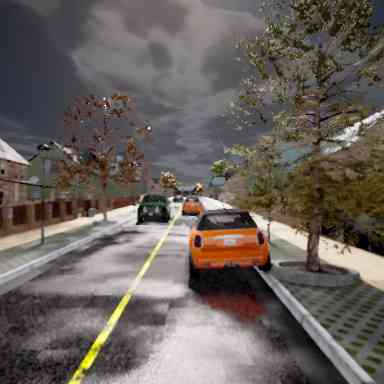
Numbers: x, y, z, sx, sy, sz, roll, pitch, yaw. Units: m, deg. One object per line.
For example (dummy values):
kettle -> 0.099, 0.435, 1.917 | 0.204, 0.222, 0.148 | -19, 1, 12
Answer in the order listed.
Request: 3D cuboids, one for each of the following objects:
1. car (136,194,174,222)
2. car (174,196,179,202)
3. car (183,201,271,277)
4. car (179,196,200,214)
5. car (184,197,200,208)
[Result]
car -> -2.839, 1.163, 25.682 | 2.150, 2.045, 5.566 | 0, 0, 0
car -> -2.728, 1.484, 67.019 | 1.994, 1.385, 4.181 | 0, 0, 0
car -> 0.926, 1.274, 10.311 | 2.097, 1.767, 4.553 | -3, -1, 0
car -> 0.068, 1.280, 34.021 | 2.097, 1.767, 4.553 | 0, 0, 0
car -> 0.029, 1.461, 46.537 | 2.033, 1.411, 5.357 | 0, 0, 0
